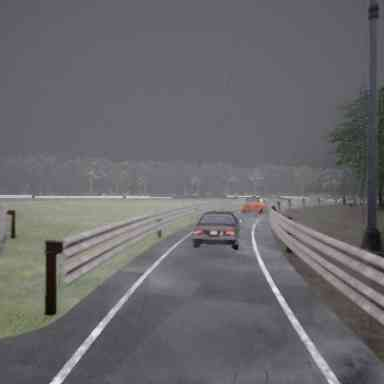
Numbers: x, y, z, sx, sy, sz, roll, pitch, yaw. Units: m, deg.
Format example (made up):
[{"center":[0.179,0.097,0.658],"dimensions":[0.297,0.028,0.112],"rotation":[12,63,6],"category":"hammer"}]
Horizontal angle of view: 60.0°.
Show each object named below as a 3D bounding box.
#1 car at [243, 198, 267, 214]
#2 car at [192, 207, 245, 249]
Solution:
[{"center":[7.060,1.425,36.932],"dimensions":[2.097,1.767,4.553],"rotation":[0,0,20],"category":"car"},{"center":[1.198,1.563,14.807],"dimensions":[2.033,1.411,5.357],"rotation":[0,0,9],"category":"car"}]
